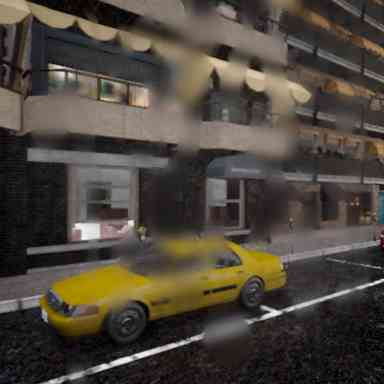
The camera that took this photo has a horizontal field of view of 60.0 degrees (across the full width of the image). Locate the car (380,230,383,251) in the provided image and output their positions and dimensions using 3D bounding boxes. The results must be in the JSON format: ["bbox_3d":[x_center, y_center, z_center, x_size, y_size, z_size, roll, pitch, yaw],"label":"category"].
[{"bbox_3d":[9.095,1.626,13.048,4.507,1.381,1.887,0,0,-36],"label":"car"}]

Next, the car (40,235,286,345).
[{"bbox_3d":[-0.240,1.543,6.388,4.829,1.417,1.752,0,0,-36],"label":"car"}]
